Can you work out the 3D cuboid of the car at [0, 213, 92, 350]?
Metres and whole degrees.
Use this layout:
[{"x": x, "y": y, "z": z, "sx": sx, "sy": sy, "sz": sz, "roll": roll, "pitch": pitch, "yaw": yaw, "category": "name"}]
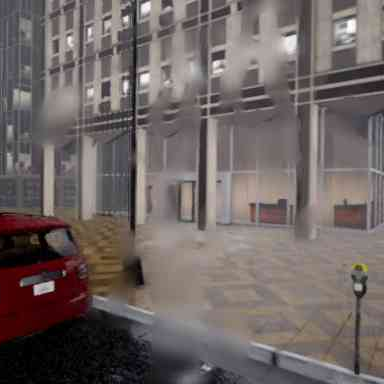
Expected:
[{"x": -3.805, "y": 1.286, "z": 5.605, "sx": 5.009, "sy": 1.841, "sz": 2.192, "roll": 0, "pitch": 1, "yaw": 36, "category": "car"}]
